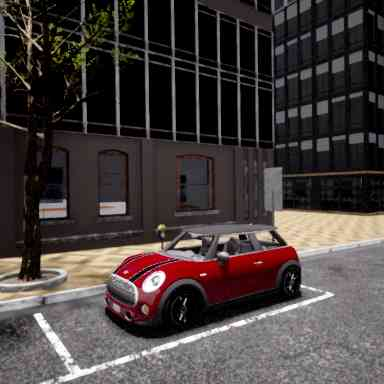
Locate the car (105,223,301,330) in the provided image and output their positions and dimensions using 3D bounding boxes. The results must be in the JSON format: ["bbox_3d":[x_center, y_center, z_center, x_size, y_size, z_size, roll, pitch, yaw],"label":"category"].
[{"bbox_3d":[0.334,1.439,6.814,4.097,1.590,1.967,0,-1,-35],"label":"car"}]
